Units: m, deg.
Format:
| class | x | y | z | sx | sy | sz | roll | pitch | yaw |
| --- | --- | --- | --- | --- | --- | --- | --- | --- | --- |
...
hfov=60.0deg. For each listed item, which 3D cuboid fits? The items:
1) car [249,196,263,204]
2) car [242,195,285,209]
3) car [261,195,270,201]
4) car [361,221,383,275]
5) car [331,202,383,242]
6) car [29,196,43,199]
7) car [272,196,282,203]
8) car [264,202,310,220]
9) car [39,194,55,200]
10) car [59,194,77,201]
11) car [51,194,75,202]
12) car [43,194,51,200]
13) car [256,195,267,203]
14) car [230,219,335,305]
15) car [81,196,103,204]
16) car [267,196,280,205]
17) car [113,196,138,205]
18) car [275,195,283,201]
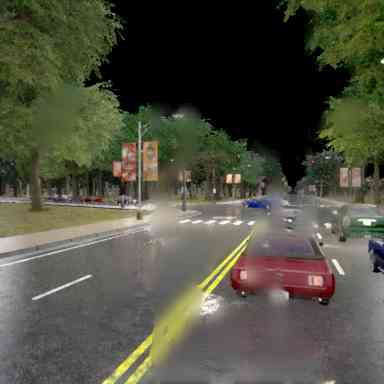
| class | x | y | z | sx | sy | sz | roll | pitch | yaw |
| --- | --- | --- | --- | --- | --- | --- | --- | --- | --- |
| car | 12.368 | 1.548 | 63.631 | 2.033 | 1.411 | 5.357 | 0 | 0 | 18 |
| car | 8.793 | 1.458 | 42.472 | 5.008 | 1.535 | 1.882 | 0 | 0 | 40 |
| car | 18.351 | 1.527 | 82.881 | 1.812 | 1.442 | 4.674 | 0 | 0 | 17 |
| car | 5.463 | 1.600 | 7.596 | 1.895 | 1.301 | 4.718 | 0 | 0 | 17 |
| car | 8.069 | 1.350 | 16.199 | 2.097 | 1.767 | 4.553 | 0 | 0 | 17 |
| car | -39.383 | 1.247 | 82.971 | 4.181 | 1.385 | 1.994 | 0 | 0 | 40 |
| car | 18.513 | 1.597 | 72.390 | 1.895 | 1.301 | 4.718 | 0 | 0 | 17 |
| car | 4.935 | 1.503 | 17.070 | 1.837 | 1.490 | 4.892 | 0 | 0 | 17 |
| car | -37.287 | 1.246 | 85.454 | 4.181 | 1.385 | 1.994 | 0 | 0 | 40 |
| car | -29.403 | 1.254 | 78.806 | 4.674 | 1.442 | 1.812 | 0 | 0 | 40 |
| car | -26.114 | 1.295 | 67.529 | 4.674 | 1.442 | 1.812 | 0 | 0 | 40 |
| car | -31.779 | 1.253 | 76.557 | 4.674 | 1.442 | 1.812 | 0 | 0 | 40 |
| car | 15.321 | 1.479 | 73.072 | 1.882 | 1.535 | 5.008 | 0 | 0 | 17 |
| car | 2.255 | 1.600 | 8.207 | 1.895 | 1.301 | 4.718 | 0 | 0 | 17 |
| car | -18.369 | 1.418 | 60.932 | 4.718 | 1.301 | 1.895 | 0 | 0 | 41 |
| car | 15.442 | 1.548 | 62.587 | 2.033 | 1.411 | 5.357 | 0 | 0 | 18 |
| car | -10.938 | 1.356 | 54.653 | 4.902 | 1.511 | 2.128 | 0 | 0 | 41 |
| car | 21.572 | 1.481 | 82.299 | 1.882 | 1.535 | 5.008 | 0 | 0 | 17 |
